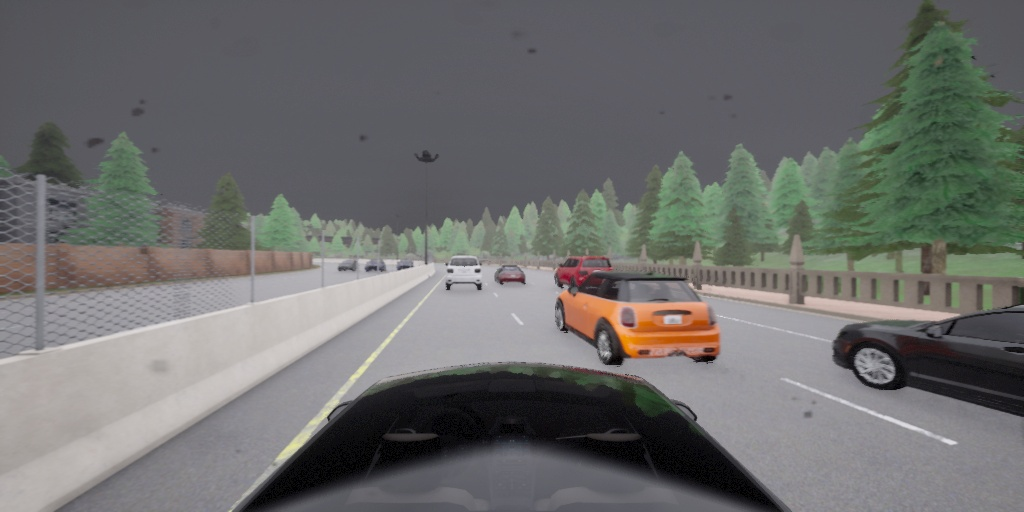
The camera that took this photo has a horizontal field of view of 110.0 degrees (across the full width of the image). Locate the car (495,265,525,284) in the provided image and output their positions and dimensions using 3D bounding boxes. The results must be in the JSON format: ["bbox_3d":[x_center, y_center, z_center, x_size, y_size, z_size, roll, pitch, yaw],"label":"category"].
[{"bbox_3d":[-0.212,1.395,27.671,1.994,1.385,4.181,0,0,-8],"label":"car"}]

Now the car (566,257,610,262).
[{"bbox_3d":[4.203,1.054,21.357,2.150,2.045,5.566,0,0,-8],"label":"car"}]

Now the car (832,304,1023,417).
[{"bbox_3d":[6.602,1.288,4.122,1.837,1.490,4.892,0,-1,-8],"label":"car"}]

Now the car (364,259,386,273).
[{"bbox_3d":[-17.417,1.166,45.858,2.097,1.767,4.553,0,0,-12],"label":"car"}]

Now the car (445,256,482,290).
[{"bbox_3d":[-3.131,1.027,23.268,2.150,2.045,5.566,0,0,-8],"label":"car"}]

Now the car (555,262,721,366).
[{"bbox_3d":[2.488,1.133,8.305,2.097,1.767,4.553,0,0,-8],"label":"car"}]

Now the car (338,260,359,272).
[{"bbox_3d":[-21.066,1.308,46.309,1.837,1.490,4.892,0,-1,-13],"label":"car"}]

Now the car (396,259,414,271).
[{"bbox_3d":[-14.360,1.187,48.387,2.097,1.767,4.553,0,0,-13],"label":"car"}]
